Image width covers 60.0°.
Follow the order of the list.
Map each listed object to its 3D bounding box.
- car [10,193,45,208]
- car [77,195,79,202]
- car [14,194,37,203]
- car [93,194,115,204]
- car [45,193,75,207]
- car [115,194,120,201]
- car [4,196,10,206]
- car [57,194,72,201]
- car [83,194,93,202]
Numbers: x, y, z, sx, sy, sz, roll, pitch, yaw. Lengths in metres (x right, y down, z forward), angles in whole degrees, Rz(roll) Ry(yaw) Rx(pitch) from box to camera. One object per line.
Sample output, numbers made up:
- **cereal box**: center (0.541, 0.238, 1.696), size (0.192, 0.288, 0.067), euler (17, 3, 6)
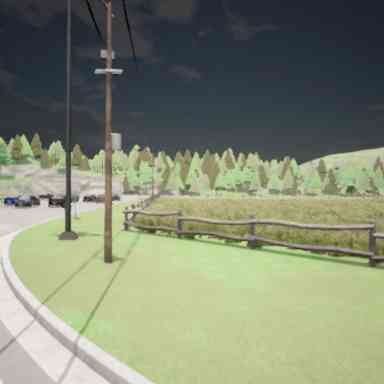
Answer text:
- **car**: center (-21.078, 1.253, 42.800), size (1.812, 1.442, 4.674), euler (0, 0, -5)
- **car**: center (-22.814, 1.009, 62.879), size (2.097, 1.767, 4.553), euler (0, 0, -4)
- **car**: center (-29.553, 1.098, 59.110), size (1.882, 1.535, 5.008), euler (0, 0, -5)
- **car**: center (-15.336, 1.078, 58.309), size (2.097, 1.767, 4.553), euler (0, 0, -4)
- **car**: center (-17.734, 1.224, 44.834), size (1.882, 1.535, 5.008), euler (0, 0, -5)
- **car**: center (-16.516, 1.180, 71.311), size (1.837, 1.490, 4.892), euler (0, 0, -5)
- **car**: center (-25.003, 1.163, 47.786), size (1.882, 1.535, 5.008), euler (0, 0, -5)
- **car**: center (-26.995, 1.159, 70.612), size (1.994, 1.385, 4.181), euler (0, 0, -5)
- **car**: center (-19.349, 1.159, 63.512), size (1.882, 1.535, 5.008), euler (0, 0, -4)
